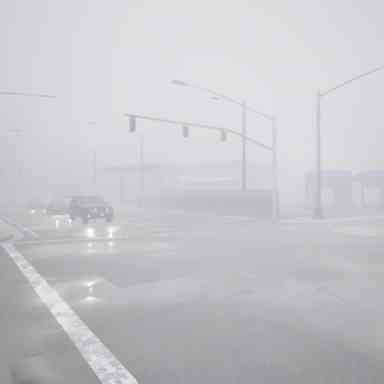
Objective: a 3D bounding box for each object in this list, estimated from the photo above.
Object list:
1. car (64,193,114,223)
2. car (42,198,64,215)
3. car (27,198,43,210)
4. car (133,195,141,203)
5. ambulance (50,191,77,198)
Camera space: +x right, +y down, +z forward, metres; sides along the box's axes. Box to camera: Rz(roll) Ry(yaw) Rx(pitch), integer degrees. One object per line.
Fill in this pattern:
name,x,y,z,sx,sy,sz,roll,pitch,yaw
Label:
car,-8.143,1.304,26.521,2.150,2.045,5.566,0,0,-35
car,-13.889,1.654,34.744,1.994,1.385,4.181,0,0,-35
car,-21.009,1.603,44.951,1.837,1.490,4.892,0,0,-35
car,-10.310,1.429,71.297,4.611,1.667,2.242,0,0,-34
ambulance,-18.523,1.134,47.660,2.351,2.431,6.366,0,0,-35
